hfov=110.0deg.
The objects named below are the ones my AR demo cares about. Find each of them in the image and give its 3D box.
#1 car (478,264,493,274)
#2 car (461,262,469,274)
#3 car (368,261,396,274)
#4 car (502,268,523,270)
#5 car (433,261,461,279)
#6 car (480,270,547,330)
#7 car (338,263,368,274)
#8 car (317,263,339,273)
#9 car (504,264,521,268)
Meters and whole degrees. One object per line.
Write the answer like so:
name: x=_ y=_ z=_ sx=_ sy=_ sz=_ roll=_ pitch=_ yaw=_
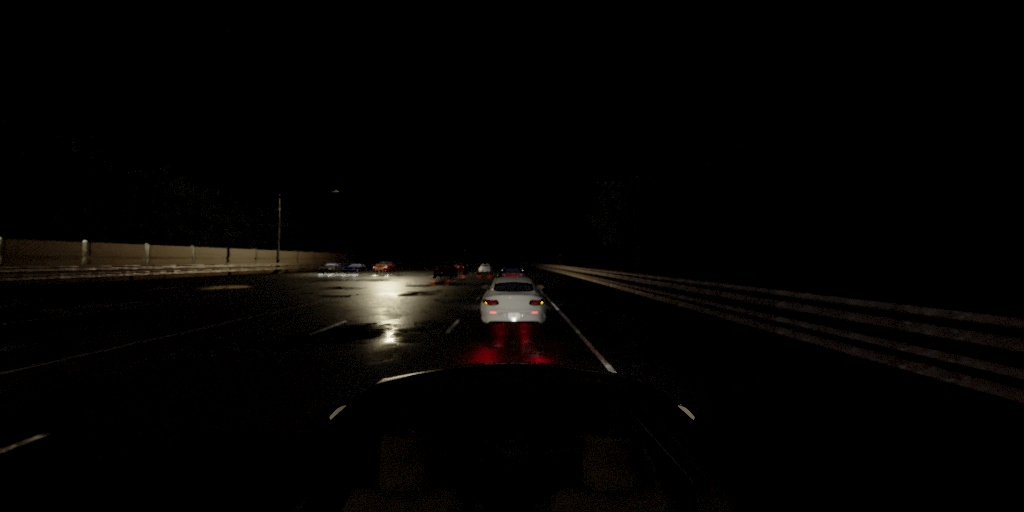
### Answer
car: x=-3.568 y=1.753 z=48.991 sx=1.812 sy=1.442 sz=4.674 roll=0 pitch=-1 yaw=-1
car: x=-7.065 y=1.550 z=48.549 sx=2.097 sy=1.767 sz=4.553 roll=0 pitch=-1 yaw=-1
car: x=-17.715 y=1.498 z=49.900 sx=2.097 sy=1.767 sz=4.553 roll=0 pitch=-1 yaw=-1
car: x=0.050 y=1.484 z=18.669 sx=1.895 sy=1.301 sz=4.718 roll=0 pitch=-1 yaw=0
car: x=-6.922 y=1.536 z=37.636 sx=1.882 sy=1.535 sz=5.008 roll=0 pitch=-1 yaw=-1
car: x=0.036 y=1.336 z=11.193 sx=1.812 sy=1.442 sz=4.674 roll=0 pitch=-1 yaw=0
car: x=-21.189 y=1.708 z=48.611 sx=1.895 sy=1.301 sz=4.718 roll=0 pitch=-1 yaw=-1
car: x=-24.711 y=1.645 z=49.612 sx=2.033 sy=1.411 sz=5.357 roll=0 pitch=-1 yaw=-2
car: x=0.033 y=1.573 z=29.781 sx=1.994 sy=1.385 sz=4.181 roll=0 pitch=-1 yaw=0
